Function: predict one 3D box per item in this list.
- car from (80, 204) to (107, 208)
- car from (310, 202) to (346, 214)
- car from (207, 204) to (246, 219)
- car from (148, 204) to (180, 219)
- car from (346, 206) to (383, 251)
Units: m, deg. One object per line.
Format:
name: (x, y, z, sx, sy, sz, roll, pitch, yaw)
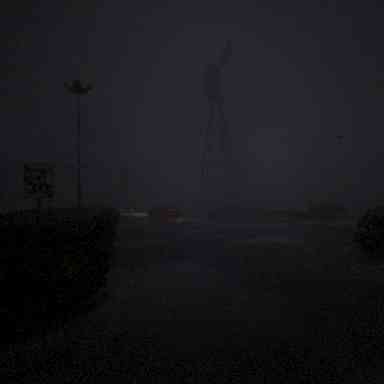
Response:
car: (-12.837, 2.206, 40.757, 4.902, 1.511, 2.128, -1, -1, -3)
car: (15.822, 1.859, 38.480, 4.193, 1.474, 1.816, 0, -1, -12)
car: (3.529, 1.961, 34.502, 3.905, 1.438, 1.784, 0, -1, -12)
car: (-3.044, 2.021, 35.541, 2.128, 1.511, 4.902, 0, -1, -31)
car: (8.616, 1.391, 12.611, 4.605, 1.855, 1.932, 0, -1, -12)
